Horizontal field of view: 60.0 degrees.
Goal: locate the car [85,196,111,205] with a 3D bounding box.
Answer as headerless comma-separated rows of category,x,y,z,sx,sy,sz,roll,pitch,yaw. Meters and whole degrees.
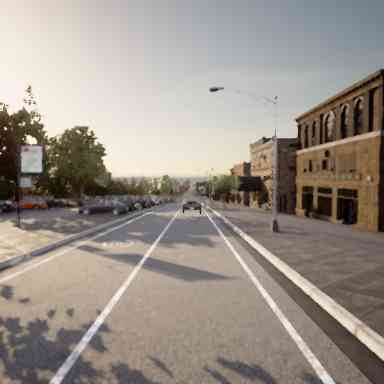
car,-21.948,1.904,77.774,5.566,2.045,2.435,0,-1,0

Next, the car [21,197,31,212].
car,-21.935,1.674,38.911,4.674,1.452,2.002,0,-1,0

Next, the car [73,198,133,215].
car,-8.849,1.587,33.314,4.892,1.521,2.231,0,0,0

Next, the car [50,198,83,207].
car,-21.941,1.874,58.403,5.008,1.535,2.097,0,-1,0

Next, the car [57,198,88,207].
car,-21.921,1.940,61.187,4.792,1.488,2.163,0,-1,0

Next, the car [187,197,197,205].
car,-0.013,1.690,65.334,2.033,1.411,5.357,0,-1,0

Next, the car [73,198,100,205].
car,-21.958,2.027,69.541,5.008,1.535,2.097,0,-1,0

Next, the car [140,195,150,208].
car,-8.882,1.442,44.527,5.566,2.045,2.435,0,-1,0

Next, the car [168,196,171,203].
car,-8.909,2.344,89.368,5.008,1.535,2.097,0,-1,0

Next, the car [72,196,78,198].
car,-21.757,1.835,55.617,5.366,1.575,1.946,0,-1,0

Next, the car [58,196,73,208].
car,-21.937,1.841,52.831,4.674,1.452,2.002,0,-1,0

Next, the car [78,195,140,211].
car,-8.882,1.356,36.117,5.566,2.045,2.435,0,-1,0

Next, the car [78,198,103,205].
car,-21.965,2.106,72.201,4.674,1.452,2.002,0,-1,0

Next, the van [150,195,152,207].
van,-8.741,1.538,50.131,4.442,1.987,1.878,0,-1,0

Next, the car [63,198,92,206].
car,-21.984,1.977,63.972,4.792,1.488,2.163,0,-1,0

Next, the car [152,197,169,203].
car,-8.954,2.310,94.975,4.553,1.767,2.185,0,-1,0

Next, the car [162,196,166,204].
car,-8.883,2.070,72.553,5.008,1.535,2.097,0,-1,0

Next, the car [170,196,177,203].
car,-3.265,2.099,77.899,2.128,1.511,4.902,0,-1,0

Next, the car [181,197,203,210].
car,-0.007,1.258,32.107,1.837,1.490,4.892,0,0,0

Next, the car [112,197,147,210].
car,-8.823,1.601,47.326,4.553,1.767,2.185,0,-1,0

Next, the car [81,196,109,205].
car,-21.943,1.861,75.113,5.566,2.045,2.435,0,-1,0

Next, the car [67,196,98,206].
car,-21.931,1.735,66.758,5.566,2.045,2.435,0,-1,0

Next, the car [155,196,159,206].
car,-8.862,1.874,58.538,5.008,1.535,2.097,0,-1,0

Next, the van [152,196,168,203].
van,-8.802,2.164,92.174,4.442,1.987,1.878,0,-1,0

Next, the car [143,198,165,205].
car,-8.926,2.190,78.155,4.792,1.488,2.163,0,-1,0

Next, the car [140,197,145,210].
car,-8.859,1.662,41.719,4.892,1.521,2.231,0,-1,0

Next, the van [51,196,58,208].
van,-22.050,1.502,47.263,4.442,1.987,1.878,0,-1,0

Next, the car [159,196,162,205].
car,-8.900,1.660,61.345,5.566,2.045,2.435,0,-1,0

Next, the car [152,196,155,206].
car,-8.854,1.802,52.932,4.892,1.521,2.231,0,-1,0

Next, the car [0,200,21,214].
car,-21.938,1.608,36.125,5.008,1.535,2.097,0,0,0

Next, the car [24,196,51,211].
car,-21.902,1.568,44.481,4.553,1.767,2.185,0,-1,0
